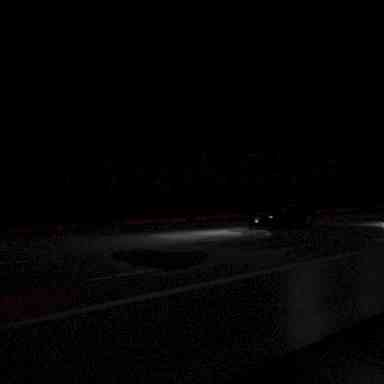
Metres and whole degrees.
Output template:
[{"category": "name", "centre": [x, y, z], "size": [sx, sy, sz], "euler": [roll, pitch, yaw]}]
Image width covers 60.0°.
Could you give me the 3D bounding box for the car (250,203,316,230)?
[{"category": "car", "centre": [5.805, 1.449, 21.033], "size": [4.902, 1.511, 2.128], "euler": [0, 0, -35]}]
